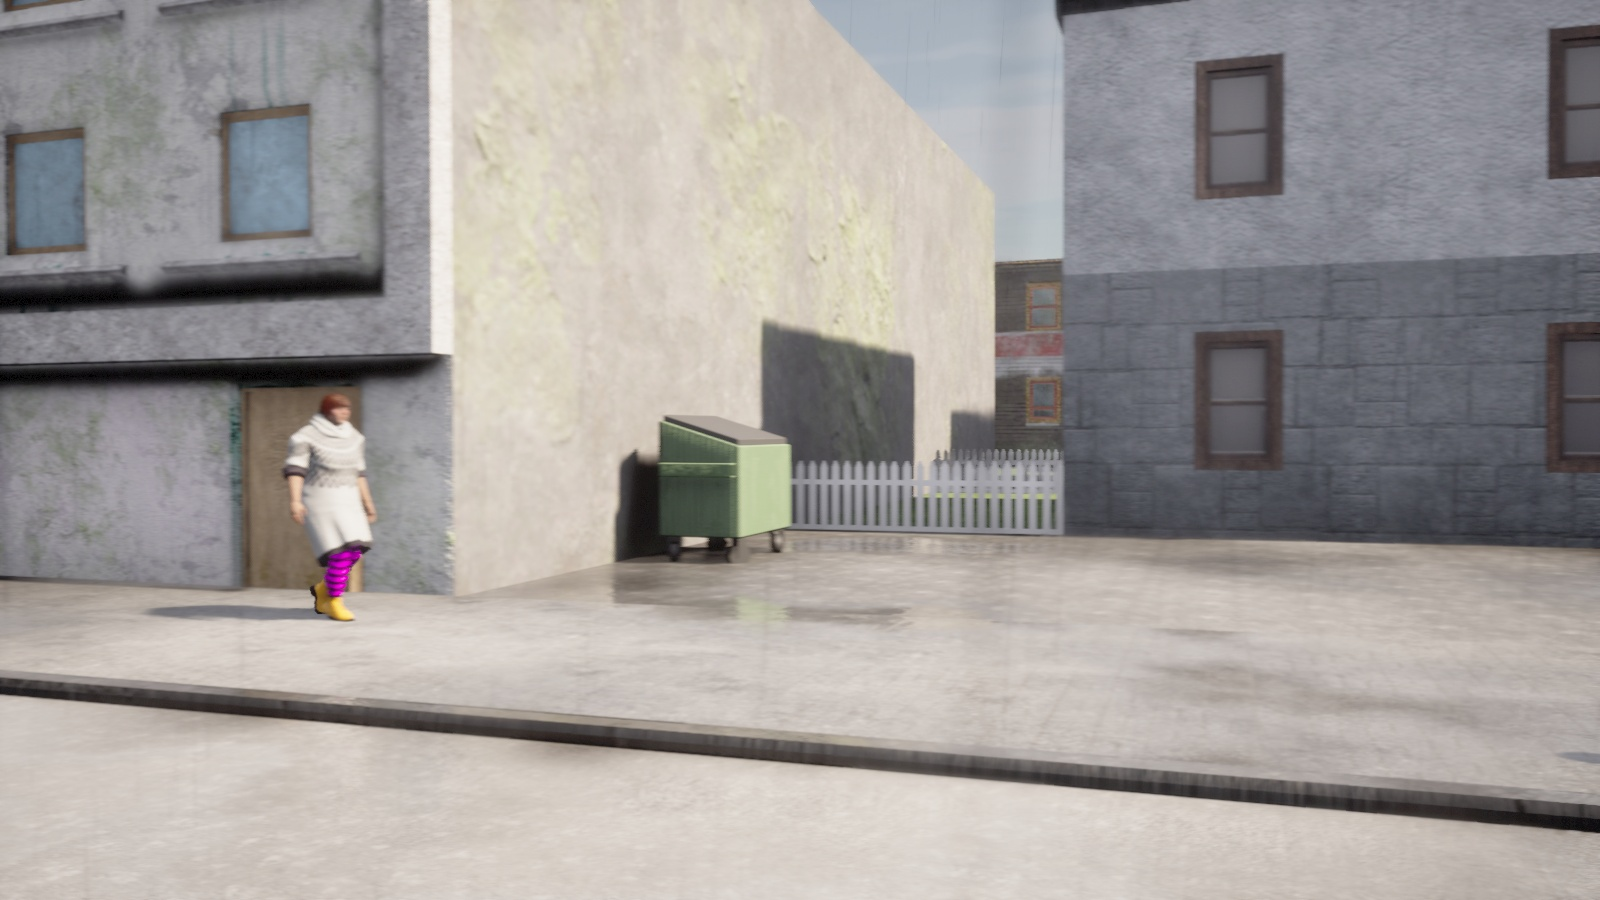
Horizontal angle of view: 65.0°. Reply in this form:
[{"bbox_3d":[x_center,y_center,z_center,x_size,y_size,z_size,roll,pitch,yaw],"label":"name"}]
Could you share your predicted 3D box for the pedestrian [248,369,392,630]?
[{"bbox_3d":[-3.768,0.361,9.876,0.873,1.952,0.659,1,1,32],"label":"pedestrian"}]
